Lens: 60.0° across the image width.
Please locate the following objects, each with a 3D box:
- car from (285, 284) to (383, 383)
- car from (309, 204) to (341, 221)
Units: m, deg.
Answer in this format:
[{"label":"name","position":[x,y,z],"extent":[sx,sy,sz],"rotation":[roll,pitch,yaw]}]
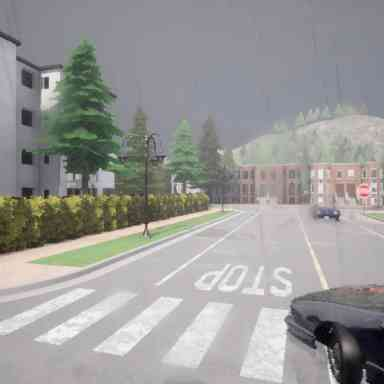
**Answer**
[{"label":"car","position":[3.221,1.550,2.806],"extent":[2.033,1.411,5.357],"rotation":[-1,0,-25]},{"label":"car","position":[10.630,1.588,26.941],"extent":[1.895,1.301,4.718],"rotation":[0,0,15]}]
